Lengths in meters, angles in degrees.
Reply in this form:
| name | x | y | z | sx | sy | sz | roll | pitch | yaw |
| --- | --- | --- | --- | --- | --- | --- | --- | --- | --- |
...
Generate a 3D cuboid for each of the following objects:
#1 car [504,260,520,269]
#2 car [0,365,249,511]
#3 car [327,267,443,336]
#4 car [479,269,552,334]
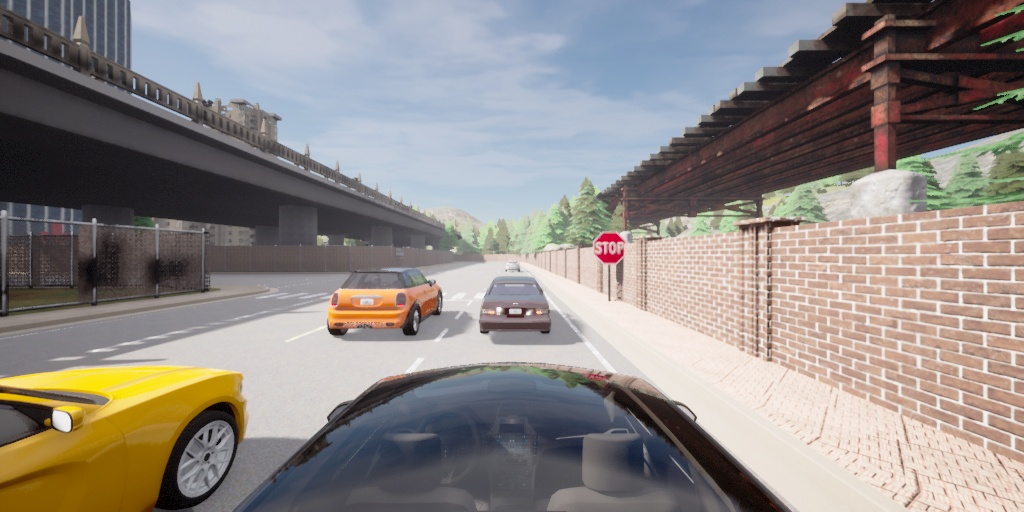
| name | x | y | z | sx | sy | sz | roll | pitch | yaw |
| --- | --- | --- | --- | --- | --- | --- | --- | --- | --- |
| car | 0.062 | 1.267 | 45.603 | 1.812 | 1.442 | 4.674 | 0 | 0 | -1 |
| car | -3.398 | 1.228 | 1.319 | 1.882 | 1.535 | 5.008 | 0 | 0 | 0 |
| car | -3.427 | 1.100 | 10.576 | 2.097 | 1.767 | 4.553 | 0 | 0 | 0 |
| car | 0.074 | 1.296 | 10.600 | 2.033 | 1.411 | 5.357 | 0 | 0 | 0 |
